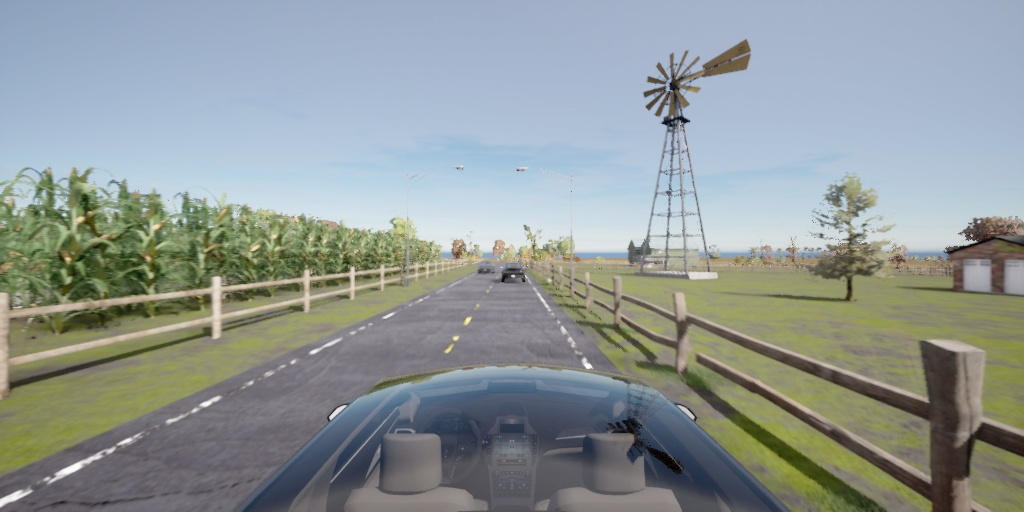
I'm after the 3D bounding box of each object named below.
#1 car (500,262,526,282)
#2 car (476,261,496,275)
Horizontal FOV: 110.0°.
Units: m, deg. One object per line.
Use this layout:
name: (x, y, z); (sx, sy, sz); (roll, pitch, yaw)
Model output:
car: (0.097, 1.260, 29.142); (1.837, 1.490, 4.892); (0, 0, 0)
car: (-2.868, 1.270, 40.373); (1.837, 1.490, 4.892); (0, -1, 0)
